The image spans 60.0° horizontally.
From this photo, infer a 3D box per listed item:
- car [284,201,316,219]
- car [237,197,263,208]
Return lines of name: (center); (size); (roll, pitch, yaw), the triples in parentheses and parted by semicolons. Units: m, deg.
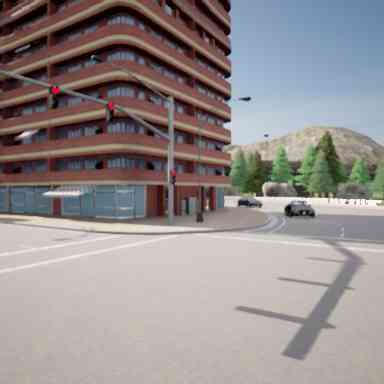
car: (8.987, 1.441, 27.897); (1.994, 1.385, 4.181); (0, 0, 7)
car: (7.687, 1.354, 44.392); (1.812, 1.442, 4.674); (0, 0, -20)
